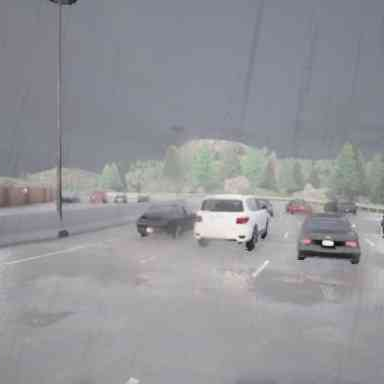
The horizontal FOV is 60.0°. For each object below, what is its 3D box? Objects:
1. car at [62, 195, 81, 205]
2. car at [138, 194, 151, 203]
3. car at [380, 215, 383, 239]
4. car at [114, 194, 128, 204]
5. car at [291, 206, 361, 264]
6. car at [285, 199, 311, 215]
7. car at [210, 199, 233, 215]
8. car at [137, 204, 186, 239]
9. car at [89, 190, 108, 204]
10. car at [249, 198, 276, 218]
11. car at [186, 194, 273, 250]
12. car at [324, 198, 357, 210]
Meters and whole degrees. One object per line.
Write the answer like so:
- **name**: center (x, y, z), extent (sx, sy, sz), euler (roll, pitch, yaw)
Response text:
- **car**: center (-17.437, 1.117, 47.619), extent (1.895, 1.301, 4.718), euler (0, 0, -4)
- **car**: center (-7.439, 1.082, 52.373), extent (1.994, 1.385, 4.181), euler (0, 0, -8)
- **car**: center (9.064, 1.398, 13.480), extent (1.882, 1.535, 5.008), euler (0, 1, 20)
- **car**: center (-10.780, 1.007, 50.850), extent (2.128, 1.511, 4.902), euler (0, 0, -7)
- **car**: center (4.708, 1.466, 11.699), extent (2.033, 1.411, 5.357), euler (0, 1, 21)
- **car**: center (9.813, 1.339, 30.843), extent (1.994, 1.385, 4.181), euler (0, 1, 8)
- **car**: center (2.846, 1.341, 31.420), extent (1.895, 1.301, 4.718), euler (0, 1, 9)
- **car**: center (-0.978, 1.359, 16.526), extent (1.837, 1.490, 4.892), euler (0, 1, 20)
- **car**: center (-14.292, 0.723, 51.163), extent (2.150, 2.045, 5.566), euler (0, 0, -8)
- **car**: center (6.046, 1.321, 29.171), extent (2.033, 1.411, 5.357), euler (0, 1, 9)
- **car**: center (1.863, 1.108, 14.078), extent (2.150, 2.045, 5.566), euler (0, 1, 20)
- **car**: center (13.211, 1.289, 29.896), extent (2.128, 1.511, 4.902), euler (0, 1, 8)
